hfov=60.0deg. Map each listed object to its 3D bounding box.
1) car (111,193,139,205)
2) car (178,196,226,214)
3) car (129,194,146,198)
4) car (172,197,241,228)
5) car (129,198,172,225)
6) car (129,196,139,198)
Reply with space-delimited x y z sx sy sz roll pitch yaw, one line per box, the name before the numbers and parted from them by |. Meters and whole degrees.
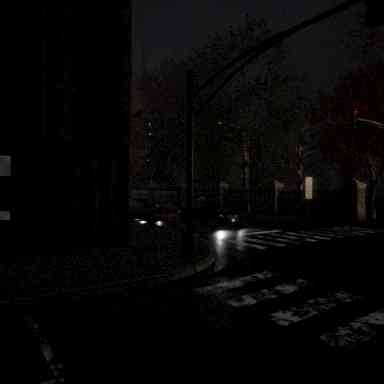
car | -8.887 0.868 43.797 2.008 1.369 4.403 1 0 -36
car | 0.785 1.133 30.501 1.752 1.417 4.829 1 0 -36
car | -4.419 1.095 27.798 1.812 1.442 4.674 0 1 -36
car | 0.940 1.258 20.425 1.812 1.442 4.674 0 1 -36
car | -2.639 1.259 20.961 1.802 1.307 4.206 2 0 -36
car | -5.896 1.160 25.438 1.802 1.307 4.206 2 0 -36
